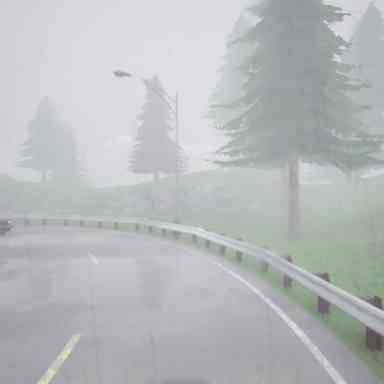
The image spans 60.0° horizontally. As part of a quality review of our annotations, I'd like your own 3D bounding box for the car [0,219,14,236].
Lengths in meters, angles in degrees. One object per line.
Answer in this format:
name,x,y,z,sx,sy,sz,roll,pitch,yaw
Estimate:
car,-11.346,1.586,16.462,4.718,1.301,1.895,0,0,14
